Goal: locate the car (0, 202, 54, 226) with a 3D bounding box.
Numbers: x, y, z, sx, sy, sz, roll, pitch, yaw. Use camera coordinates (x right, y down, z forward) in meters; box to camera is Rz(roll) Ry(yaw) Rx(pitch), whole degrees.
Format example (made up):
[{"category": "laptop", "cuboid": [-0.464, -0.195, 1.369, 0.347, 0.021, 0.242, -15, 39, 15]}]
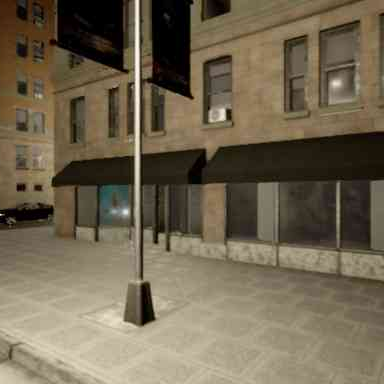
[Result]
[{"category": "car", "cuboid": [-11.998, 1.528, 24.161, 2.128, 1.511, 4.902, 0, 0, 35]}]
